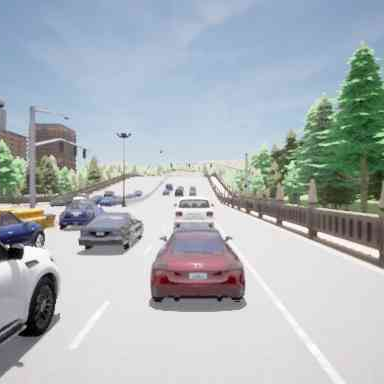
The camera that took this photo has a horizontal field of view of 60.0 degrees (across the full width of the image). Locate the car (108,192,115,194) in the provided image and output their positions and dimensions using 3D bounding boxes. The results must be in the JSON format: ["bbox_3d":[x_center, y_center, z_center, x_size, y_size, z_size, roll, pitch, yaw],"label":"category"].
[{"bbox_3d":[-17.385,1.248,75.750,1.895,1.301,4.718,0,3,0],"label":"car"}]

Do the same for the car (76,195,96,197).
[{"bbox_3d":[-17.495,1.668,56.670,2.128,1.511,4.902,0,0,1],"label":"car"}]

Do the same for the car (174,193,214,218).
[{"bbox_3d":[0.121,1.287,19.506,2.150,2.045,5.566,0,0,0],"label":"car"}]

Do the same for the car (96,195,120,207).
[{"bbox_3d":[-14.006,1.651,55.613,1.882,1.535,5.008,0,0,0],"label":"car"}]

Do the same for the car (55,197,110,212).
[{"bbox_3d":[-7.130,1.423,22.135,2.097,1.767,4.553,0,0,-4],"label":"car"}]

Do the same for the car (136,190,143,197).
[{"bbox_3d":[-13.824,0.324,84.926,1.882,1.535,5.008,0,5,0],"label":"car"}]

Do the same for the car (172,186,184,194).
[{"bbox_3d":[-3.319,-0.004,85.534,2.150,2.045,5.566,0,7,0],"label":"car"}]

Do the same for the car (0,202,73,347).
[{"bbox_3d":[-3.395,1.230,3.540,2.150,2.045,5.566,0,-1,0],"label":"car"}]

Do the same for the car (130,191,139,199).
[{"bbox_3d":[-13.891,1.186,74.797,1.882,1.535,5.008,0,3,0],"label":"car"}]

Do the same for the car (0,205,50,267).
[{"bbox_3d":[-6.888,1.389,11.358,2.097,1.767,4.553,0,0,0],"label":"car"}]

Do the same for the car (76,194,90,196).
[{"bbox_3d":[-20.947,1.382,63.333,2.150,2.045,5.566,0,1,1],"label":"car"}]

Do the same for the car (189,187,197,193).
[{"bbox_3d":[0.184,0.257,85.930,2.128,1.511,4.902,0,7,0],"label":"car"}]

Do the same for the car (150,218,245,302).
[{"bbox_3d":[0.111,1.592,8.408,1.994,1.385,4.181,0,0,0],"label":"car"}]

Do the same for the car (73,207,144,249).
[{"bbox_3d":[-3.386,1.596,14.786,2.033,1.411,5.357,0,0,0],"label":"car"}]

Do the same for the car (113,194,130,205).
[{"bbox_3d":[-13.951,1.660,64.921,1.812,1.442,4.674,0,1,0],"label":"car"}]

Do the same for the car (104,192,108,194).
[{"bbox_3d":[-20.901,1.339,73.441,2.033,1.411,5.357,0,3,0],"label":"car"}]

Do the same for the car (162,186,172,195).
[{"bbox_3d":[-6.802,0.038,88.144,2.033,1.411,5.357,0,7,0],"label":"car"}]

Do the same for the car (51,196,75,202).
[{"bbox_3d":[-21.071,1.525,53.767,2.097,1.767,4.553,0,0,2],"label":"car"}]
